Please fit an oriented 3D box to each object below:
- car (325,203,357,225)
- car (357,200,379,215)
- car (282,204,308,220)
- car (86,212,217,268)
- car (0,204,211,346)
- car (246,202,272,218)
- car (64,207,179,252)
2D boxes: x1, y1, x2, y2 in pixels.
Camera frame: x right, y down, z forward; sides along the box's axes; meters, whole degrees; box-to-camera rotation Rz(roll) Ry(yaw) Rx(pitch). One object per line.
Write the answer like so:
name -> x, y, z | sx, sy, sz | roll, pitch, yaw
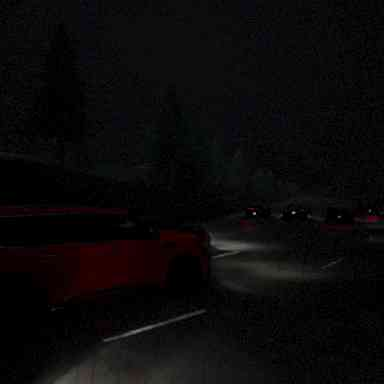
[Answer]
car -> 11.512, 1.631, 26.020 | 1.882, 1.535, 5.008 | 0, 0, 23
car -> 19.556, 1.720, 37.308 | 1.837, 1.490, 4.892 | 0, 0, 20
car -> 9.369, 1.746, 30.069 | 1.994, 1.385, 4.181 | 0, 0, 22
car -> -1.316, 1.609, 12.388 | 4.674, 1.442, 1.812 | 0, 0, -44
car -> -2.145, 1.269, 6.744 | 5.566, 2.045, 2.150 | 0, 0, -40
car -> 6.526, 1.705, 32.289 | 1.837, 1.490, 4.892 | 0, 0, 21
car -> -3.102, 1.583, 15.506 | 1.882, 1.535, 5.008 | 0, 0, 45
